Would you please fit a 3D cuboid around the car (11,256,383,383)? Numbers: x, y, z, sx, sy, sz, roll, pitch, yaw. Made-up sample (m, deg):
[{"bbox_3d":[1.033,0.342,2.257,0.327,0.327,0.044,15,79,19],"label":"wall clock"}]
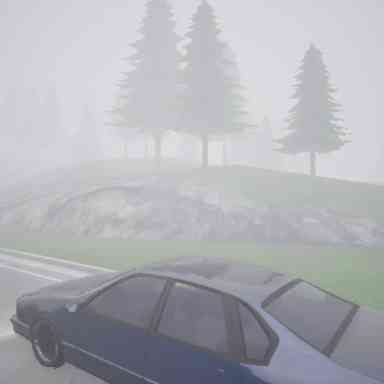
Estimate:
[{"bbox_3d":[-0.011,1.547,4.000,5.357,1.411,2.033,0,0,36],"label":"car"}]
